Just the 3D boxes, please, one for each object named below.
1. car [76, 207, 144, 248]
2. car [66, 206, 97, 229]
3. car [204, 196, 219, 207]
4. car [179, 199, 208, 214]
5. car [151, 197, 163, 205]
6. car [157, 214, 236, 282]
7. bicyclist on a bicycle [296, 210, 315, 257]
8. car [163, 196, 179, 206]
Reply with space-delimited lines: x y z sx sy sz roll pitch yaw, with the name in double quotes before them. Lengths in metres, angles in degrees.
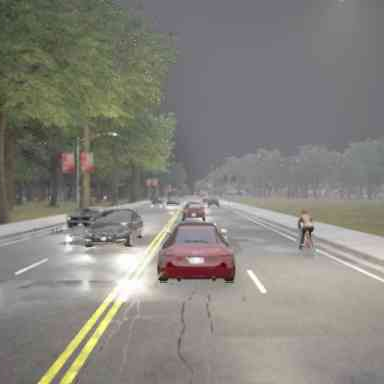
"car" -3.334 1.529 14.946 1.837 1.490 4.892 0 0 0
"car" -6.575 1.637 21.826 1.895 1.301 4.718 0 0 0
"car" 3.416 1.635 55.053 1.837 1.490 4.892 0 0 0
"car" 0.133 1.578 27.692 1.812 1.442 4.674 0 0 0
"car" -6.451 1.627 62.558 1.882 1.535 5.008 0 0 1
"car" 0.110 1.580 9.799 1.994 1.385 4.181 0 0 0
"bicyclist on a bicycle" 4.156 1.475 12.177 0.582 1.620 1.656 0 0 0
"car" -3.240 1.482 56.355 2.097 1.767 4.553 0 0 1
